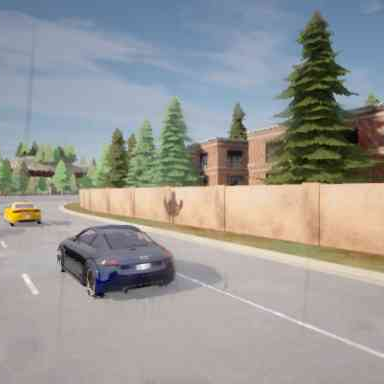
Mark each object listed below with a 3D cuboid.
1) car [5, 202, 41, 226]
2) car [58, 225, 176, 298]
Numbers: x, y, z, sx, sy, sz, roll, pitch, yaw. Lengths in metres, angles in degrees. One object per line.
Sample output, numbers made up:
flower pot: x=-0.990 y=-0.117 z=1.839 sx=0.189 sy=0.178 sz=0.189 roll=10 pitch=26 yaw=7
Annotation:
car: x=-12.041 y=1.457 z=23.623 sx=1.882 sy=1.535 sz=5.008 roll=0 pitch=0 yaw=-33
car: x=-2.142 y=1.556 z=8.726 sx=1.994 sy=1.385 sz=4.181 roll=0 pitch=0 yaw=-34
